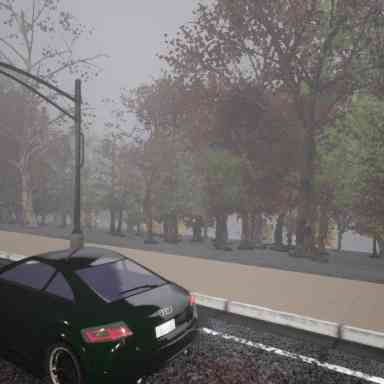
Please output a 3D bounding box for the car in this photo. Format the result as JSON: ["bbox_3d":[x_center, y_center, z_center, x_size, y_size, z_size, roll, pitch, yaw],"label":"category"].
[{"bbox_3d":[-1.939,1.563,5.069,4.181,1.385,1.994,0,0,36],"label":"car"}]
